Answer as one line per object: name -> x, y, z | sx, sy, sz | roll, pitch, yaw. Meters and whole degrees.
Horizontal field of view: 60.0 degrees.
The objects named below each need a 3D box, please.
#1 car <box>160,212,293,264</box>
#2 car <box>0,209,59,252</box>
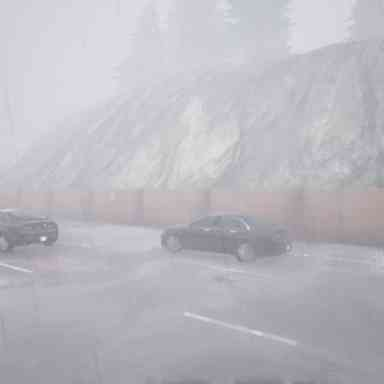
car -> 1.049, 1.483, 11.843 | 4.892, 1.490, 1.837 | 0, 0, 36
car -> -7.412, 1.448, 13.586 | 4.892, 1.490, 1.837 | 0, 0, 36
